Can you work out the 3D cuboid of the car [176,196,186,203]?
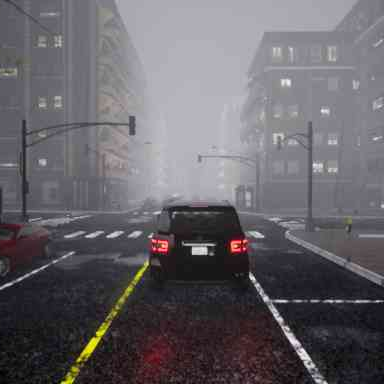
[{"bbox_3d":[-2.325,1.505,71.835,1.812,1.442,4.674,0,0,1],"label":"car"}]

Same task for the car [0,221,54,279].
[{"bbox_3d":[-5.609,1.579,9.952,1.802,1.307,4.206,0,0,1],"label":"car"}]

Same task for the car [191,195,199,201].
[{"bbox_3d":[0.781,1.457,82.636,1.882,1.535,5.008,0,0,1],"label":"car"}]

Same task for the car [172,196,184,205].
[{"bbox_3d":[-2.485,1.548,61.530,1.994,1.385,4.181,0,0,1],"label":"car"}]

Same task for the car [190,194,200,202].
[{"bbox_3d":[0.702,1.336,72.859,2.097,1.767,4.553,0,0,1],"label":"car"}]

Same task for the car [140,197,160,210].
[{"bbox_3d":[-5.301,1.428,42.361,1.967,1.590,4.097,0,0,1],"label":"car"}]

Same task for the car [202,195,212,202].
[{"bbox_3d":[3.403,1.421,76.106,1.967,1.590,4.097,0,0,1],"label":"car"}]

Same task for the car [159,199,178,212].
[{"bbox_3d":[-2.728,1.552,39.679,1.994,1.385,4.181,0,0,1],"label":"car"}]

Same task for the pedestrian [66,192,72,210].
[{"bbox_3d":[-12.405,0.894,33.421,0.375,1.860,0.375,0,-1,0],"label":"pedestrian"}]

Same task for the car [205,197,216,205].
[{"bbox_3d":[3.242,1.529,59.190,1.887,1.381,4.507,0,0,1],"label":"car"}]

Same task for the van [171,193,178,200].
[{"bbox_3d":[-4.815,1.317,93.108,1.690,1.788,3.998,0,0,1],"label":"van"}]

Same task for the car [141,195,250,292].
[{"bbox_3d":[0.169,1.218,9.036,2.150,2.045,5.566,0,0,1],"label":"car"}]

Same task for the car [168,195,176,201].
[{"bbox_3d":[-4.924,1.505,81.660,1.752,1.417,4.829,0,0,1],"label":"car"}]

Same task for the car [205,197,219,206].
[{"bbox_3d":[3.188,1.536,53.553,2.008,1.369,4.403,0,0,1],"label":"car"}]
